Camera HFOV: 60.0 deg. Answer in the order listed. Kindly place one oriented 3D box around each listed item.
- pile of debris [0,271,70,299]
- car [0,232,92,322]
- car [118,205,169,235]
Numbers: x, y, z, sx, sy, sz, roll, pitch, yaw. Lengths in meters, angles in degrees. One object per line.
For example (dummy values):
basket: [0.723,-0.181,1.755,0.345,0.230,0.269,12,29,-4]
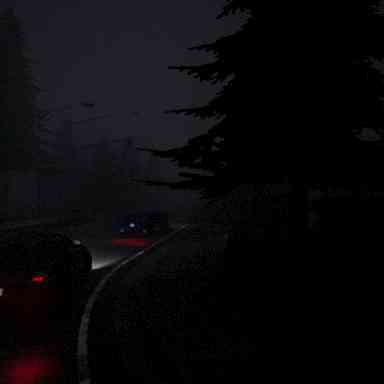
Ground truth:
pile of debris: [-3.966,2.186,7.950,1.500,0.140,1.860,0,0,-4]
car: [-3.499,1.569,7.294,1.994,1.385,4.181,0,0,-9]
car: [-2.626,1.499,19.058,1.882,1.535,5.008,0,0,8]
